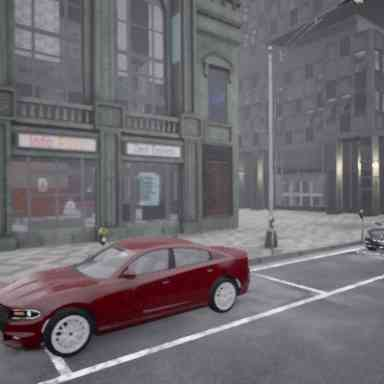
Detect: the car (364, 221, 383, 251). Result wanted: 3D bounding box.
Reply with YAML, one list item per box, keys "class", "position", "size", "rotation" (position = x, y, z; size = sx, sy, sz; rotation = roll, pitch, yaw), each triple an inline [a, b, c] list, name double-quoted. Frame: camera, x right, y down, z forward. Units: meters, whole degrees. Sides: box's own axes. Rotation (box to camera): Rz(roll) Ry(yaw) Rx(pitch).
- class: "car"
  position: [8.193, 1.471, 12.498]
  size: [4.403, 1.369, 2.008]
  rotation: [0, 0, -36]

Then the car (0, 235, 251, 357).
- class: "car"
  position: [-0.928, 1.530, 5.991]
  size: [4.507, 1.381, 1.887]
  rotation: [0, 0, -36]
